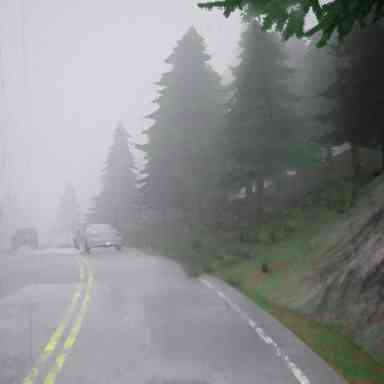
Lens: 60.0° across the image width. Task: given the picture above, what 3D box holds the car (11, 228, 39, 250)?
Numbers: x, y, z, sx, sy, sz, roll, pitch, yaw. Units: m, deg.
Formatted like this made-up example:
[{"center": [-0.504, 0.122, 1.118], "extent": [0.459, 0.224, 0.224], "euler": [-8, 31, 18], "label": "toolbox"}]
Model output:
[{"center": [-17.568, 4.953, 34.990], "extent": [2.150, 2.045, 5.566], "euler": [2, -10, -33], "label": "car"}]

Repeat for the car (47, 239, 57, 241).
[{"center": [-30.001, 10.806, 71.642], "extent": [2.097, 1.767, 4.553], "euler": [0, -9, -7], "label": "car"}]

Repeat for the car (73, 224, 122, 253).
[{"center": [-5.244, 2.509, 18.386], "extent": [1.812, 1.442, 4.674], "euler": [2, -6, -29], "label": "car"}]
